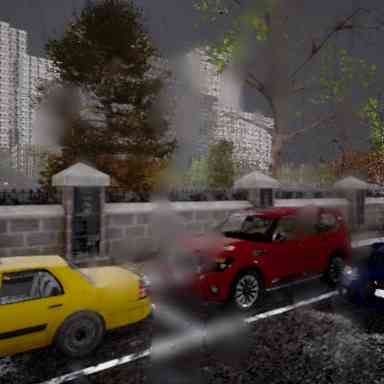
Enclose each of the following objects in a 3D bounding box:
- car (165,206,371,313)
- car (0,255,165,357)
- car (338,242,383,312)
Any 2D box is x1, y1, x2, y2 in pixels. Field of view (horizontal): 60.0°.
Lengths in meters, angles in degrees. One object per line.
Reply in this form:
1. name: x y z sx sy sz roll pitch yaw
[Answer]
1. car: 1.785 1.305 7.827 5.009 1.841 2.192 0 0 -35
2. car: -2.937 1.525 4.461 4.829 1.417 1.752 0 0 -35
3. car: 4.872 1.550 6.847 4.181 1.385 1.994 0 0 -36
